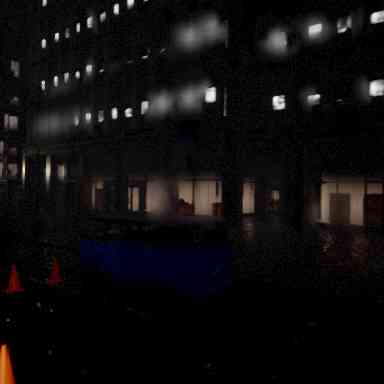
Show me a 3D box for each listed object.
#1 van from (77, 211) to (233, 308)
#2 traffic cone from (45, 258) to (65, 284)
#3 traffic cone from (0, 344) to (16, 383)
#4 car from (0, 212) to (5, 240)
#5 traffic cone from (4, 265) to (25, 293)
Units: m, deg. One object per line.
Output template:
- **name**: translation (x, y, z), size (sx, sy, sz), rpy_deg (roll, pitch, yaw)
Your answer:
- **van**: translation (-1.003, 1.378, 7.789), size (3.998, 1.788, 1.690), rpy_deg (0, 0, 37)
- **traffic cone**: translation (-3.464, 1.971, 8.416), size (0.340, 0.580, 0.340), rpy_deg (0, 0, 37)
- **traffic cone**: translation (-2.039, 1.959, 3.624), size (0.340, 0.580, 0.340), rpy_deg (0, 0, 37)
- **car**: translation (-10.132, 1.295, 14.562), size (5.009, 1.841, 2.192), rpy_deg (0, 0, 37)
- **traffic cone**: translation (-4.059, 1.960, 7.613), size (0.340, 0.580, 0.340), rpy_deg (0, 0, 37)
